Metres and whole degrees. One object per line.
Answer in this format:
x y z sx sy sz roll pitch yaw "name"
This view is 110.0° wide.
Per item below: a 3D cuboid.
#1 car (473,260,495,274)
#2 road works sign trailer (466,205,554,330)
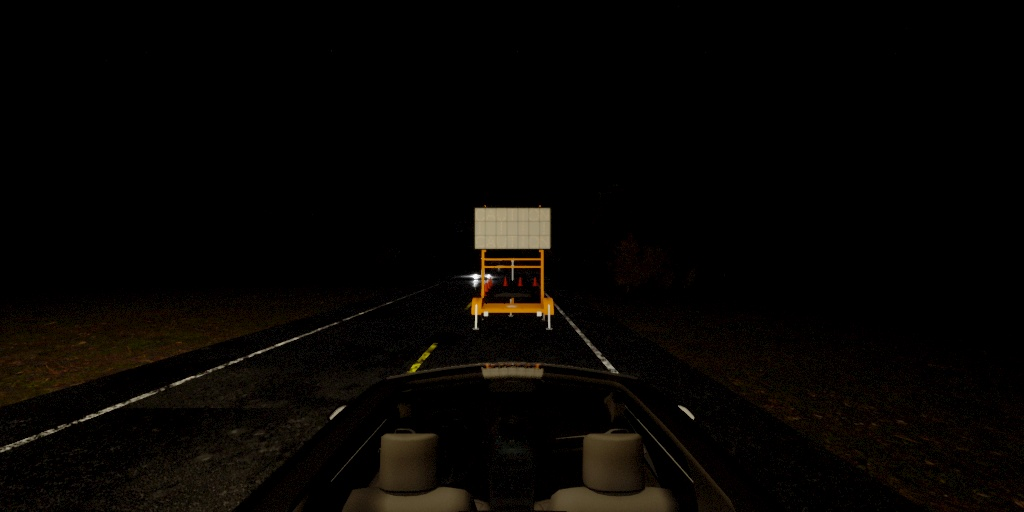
-3.415 1.369 42.065 1.895 1.301 4.718 0 0 0 "car"
0.020 0.215 11.158 2.380 3.560 2.880 0 0 0 "road works sign trailer"
